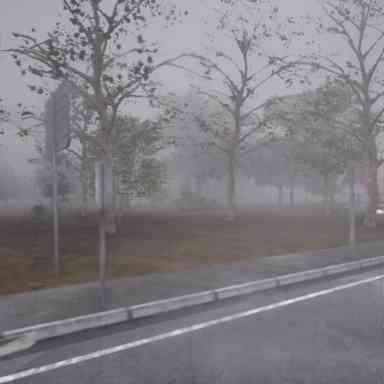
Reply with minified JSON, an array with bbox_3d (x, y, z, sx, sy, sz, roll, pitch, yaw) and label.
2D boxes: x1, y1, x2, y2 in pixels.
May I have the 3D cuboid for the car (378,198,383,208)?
[{"bbox_3d":[26.914,1.678,47.280,2.128,1.511,4.902,-1,0,23],"label":"car"}]
